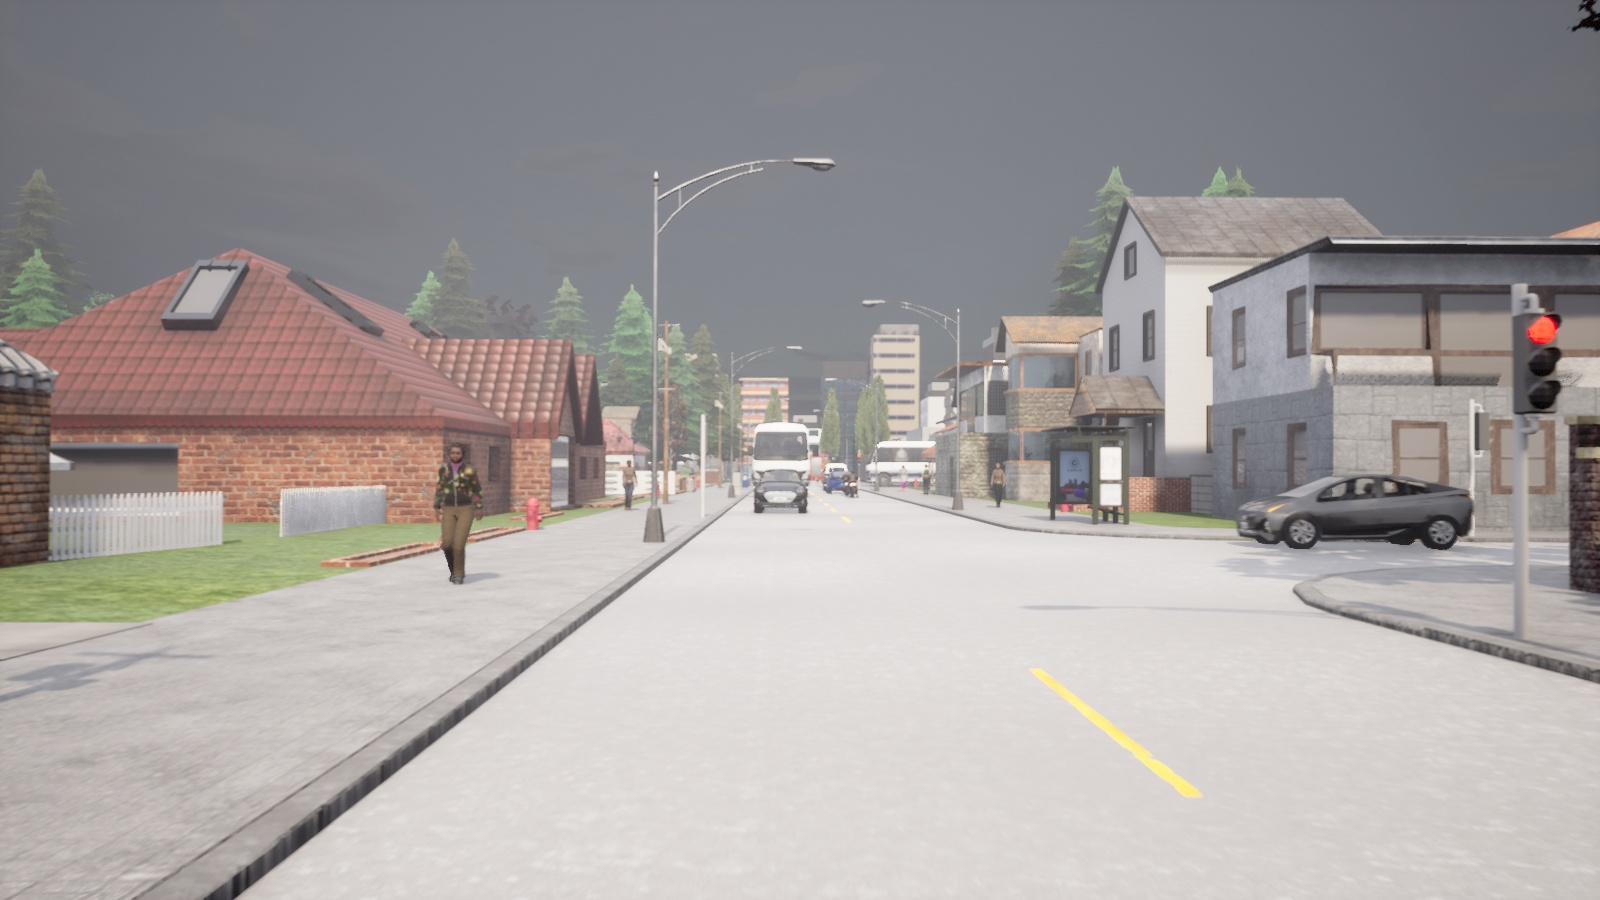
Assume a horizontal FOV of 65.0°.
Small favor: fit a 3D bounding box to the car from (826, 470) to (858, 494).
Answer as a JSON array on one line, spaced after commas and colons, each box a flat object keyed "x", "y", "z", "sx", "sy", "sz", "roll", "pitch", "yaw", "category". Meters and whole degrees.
[{"x": 2.786, "y": 2.126, "z": 83.781, "sx": 1.882, "sy": 1.535, "sz": 5.008, "roll": 0, "pitch": -1, "yaw": -1, "category": "car"}]

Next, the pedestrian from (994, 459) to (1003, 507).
[{"x": 7.744, "y": 1.279, "z": 48.955, "sx": 0.331, "sy": 1.846, "sz": 0.634, "roll": 0, "pitch": -1, "yaw": 8, "category": "pedestrian"}]

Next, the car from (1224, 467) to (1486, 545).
[{"x": 11.400, "y": 1.134, "z": 26.028, "sx": 4.514, "sy": 1.525, "sz": 2.007, "roll": 0, "pitch": -1, "yaw": -1, "category": "car"}]

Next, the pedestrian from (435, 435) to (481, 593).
[{"x": -4.286, "y": 0.788, "z": 15.752, "sx": 0.395, "sy": 1.930, "sz": 0.692, "roll": 0, "pitch": -1, "yaw": -1, "category": "pedestrian"}]

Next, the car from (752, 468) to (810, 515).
[{"x": -0.679, "y": 1.496, "z": 46.670, "sx": 2.033, "sy": 1.649, "sz": 4.856, "roll": 0, "pitch": -1, "yaw": 0, "category": "car"}]

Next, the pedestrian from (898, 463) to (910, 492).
[{"x": 7.172, "y": 1.887, "z": 86.682, "sx": 0.659, "sy": 1.952, "sz": 0.873, "roll": 0, "pitch": -1, "yaw": -3, "category": "pedestrian"}]

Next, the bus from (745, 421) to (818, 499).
[{"x": -1.080, "y": 0.626, "z": 73.771, "sx": 3.944, "sy": 4.253, "sz": 10.273, "roll": 0, "pitch": -1, "yaw": -1, "category": "bus"}]

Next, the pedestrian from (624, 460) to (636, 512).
[{"x": -5.940, "y": 1.250, "z": 43.827, "sx": 0.328, "sy": 1.805, "sz": 0.869, "roll": 0, "pitch": -1, "yaw": -12, "category": "pedestrian"}]

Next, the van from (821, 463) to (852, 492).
[{"x": 2.660, "y": 2.020, "z": 92.989, "sx": 2.069, "sy": 2.038, "sz": 4.480, "roll": 0, "pitch": -1, "yaw": -1, "category": "van"}]
